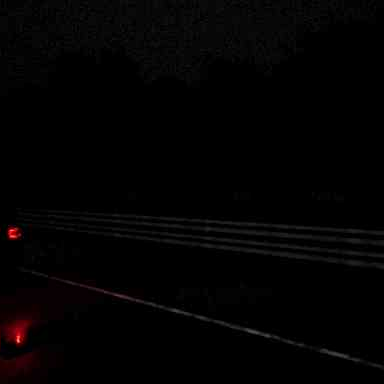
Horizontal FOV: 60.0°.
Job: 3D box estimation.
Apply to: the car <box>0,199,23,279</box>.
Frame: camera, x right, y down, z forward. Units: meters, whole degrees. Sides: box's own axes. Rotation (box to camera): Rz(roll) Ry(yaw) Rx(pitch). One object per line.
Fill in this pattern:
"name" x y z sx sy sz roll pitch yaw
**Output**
"car" -6.635 1.166 8.676 5.566 2.045 2.150 -1 -1 36
